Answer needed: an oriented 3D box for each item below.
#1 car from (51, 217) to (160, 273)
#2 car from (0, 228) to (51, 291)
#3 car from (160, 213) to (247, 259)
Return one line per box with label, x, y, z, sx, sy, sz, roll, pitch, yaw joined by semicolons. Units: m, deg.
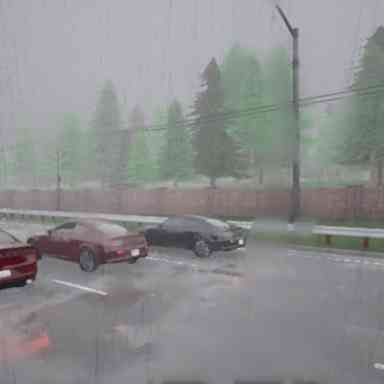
car;-3.486;1.552;10.775;4.674;1.442;1.812;0;0;35
car;-5.794;1.504;8.136;5.008;1.535;1.882;0;0;36
car;-0.196;1.549;12.727;4.674;1.442;1.812;0;0;35
